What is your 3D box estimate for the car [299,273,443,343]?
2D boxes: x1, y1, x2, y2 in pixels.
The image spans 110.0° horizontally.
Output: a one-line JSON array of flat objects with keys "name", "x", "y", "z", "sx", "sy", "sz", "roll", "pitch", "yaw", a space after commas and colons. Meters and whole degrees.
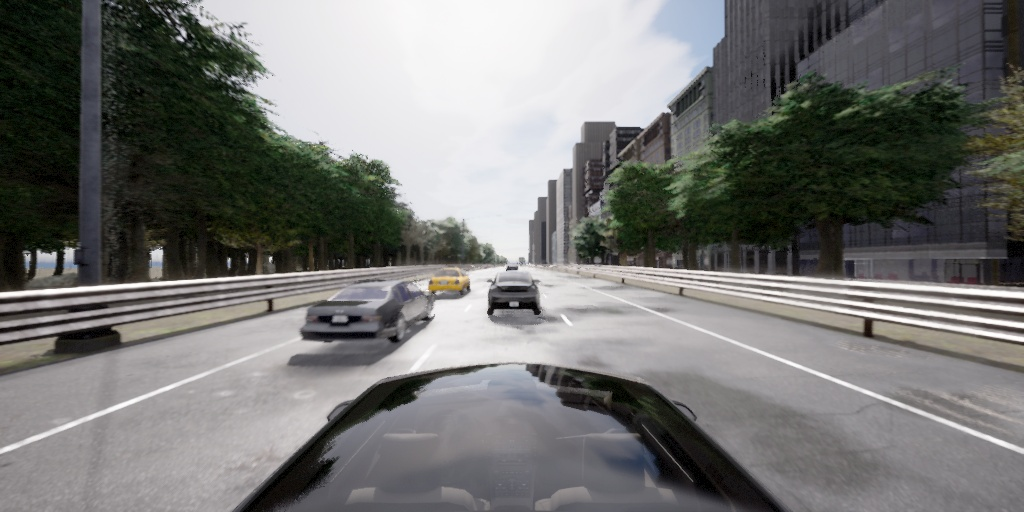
[{"name": "car", "x": -3.502, "y": 1.347, "z": 9.812, "sx": 2.033, "sy": 1.411, "sz": 5.357, "roll": 0, "pitch": 0, "yaw": 0}]

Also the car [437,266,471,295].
[{"name": "car", "x": -3.506, "y": 1.359, "z": 21.005, "sx": 1.801, "sy": 1.575, "sz": 5.366, "roll": 0, "pitch": -1, "yaw": 0}]

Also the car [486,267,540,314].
[{"name": "car", "x": 0.052, "y": 1.342, "z": 14.155, "sx": 1.837, "sy": 1.490, "sz": 4.892, "roll": 0, "pitch": 0, "yaw": 0}]

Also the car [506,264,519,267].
[{"name": "car", "x": 0.077, "y": 1.979, "z": 56.692, "sx": 1.882, "sy": 1.535, "sz": 5.008, "roll": 0, "pitch": -1, "yaw": 0}]
